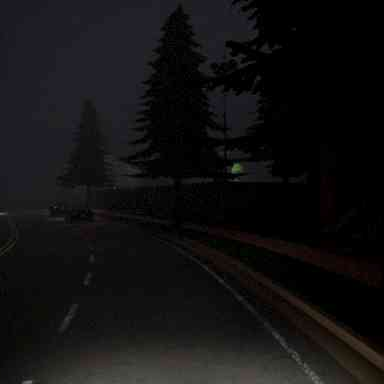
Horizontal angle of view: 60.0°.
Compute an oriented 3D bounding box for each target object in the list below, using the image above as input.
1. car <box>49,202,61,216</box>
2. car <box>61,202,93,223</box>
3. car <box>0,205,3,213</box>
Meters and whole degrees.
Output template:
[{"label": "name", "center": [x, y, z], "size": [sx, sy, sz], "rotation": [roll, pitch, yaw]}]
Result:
[{"label": "car", "center": [-15.914, 1.928, 40.169], "size": [2.097, 1.767, 4.553], "rotation": [0, -1, -30]}, {"label": "car", "center": [-10.403, 1.910, 30.371], "size": [1.882, 1.535, 5.008], "rotation": [0, -1, -29]}, {"label": "car", "center": [-28.071, 2.251, 47.193], "size": [1.812, 1.442, 4.674], "rotation": [0, -1, -30]}]
